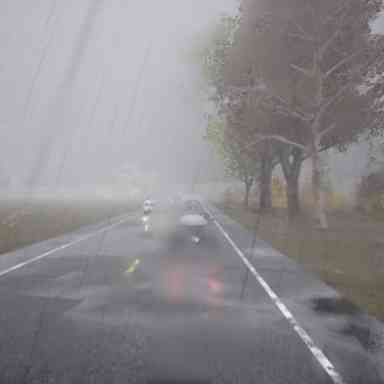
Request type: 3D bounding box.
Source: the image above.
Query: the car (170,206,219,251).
[{"bbox_3d":[0.093,1.512,13.964,1.812,1.442,4.674,0,0,0],"label":"car"}]

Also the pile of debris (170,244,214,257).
[{"bbox_3d":[-0.001,2.164,12.438,1.500,0.140,1.860,0,0,0],"label":"pile of debris"}]

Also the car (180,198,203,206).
[{"bbox_3d":[0.097,1.508,32.729,2.033,1.411,5.357,0,0,0],"label":"car"}]

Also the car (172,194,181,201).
[{"bbox_3d":[-3.505,1.141,75.551,2.097,1.767,4.553,0,0,0],"label":"car"}]

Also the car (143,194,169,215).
[{"bbox_3d":[-3.597,1.181,34.036,2.150,2.045,5.566,0,0,0],"label":"car"}]
